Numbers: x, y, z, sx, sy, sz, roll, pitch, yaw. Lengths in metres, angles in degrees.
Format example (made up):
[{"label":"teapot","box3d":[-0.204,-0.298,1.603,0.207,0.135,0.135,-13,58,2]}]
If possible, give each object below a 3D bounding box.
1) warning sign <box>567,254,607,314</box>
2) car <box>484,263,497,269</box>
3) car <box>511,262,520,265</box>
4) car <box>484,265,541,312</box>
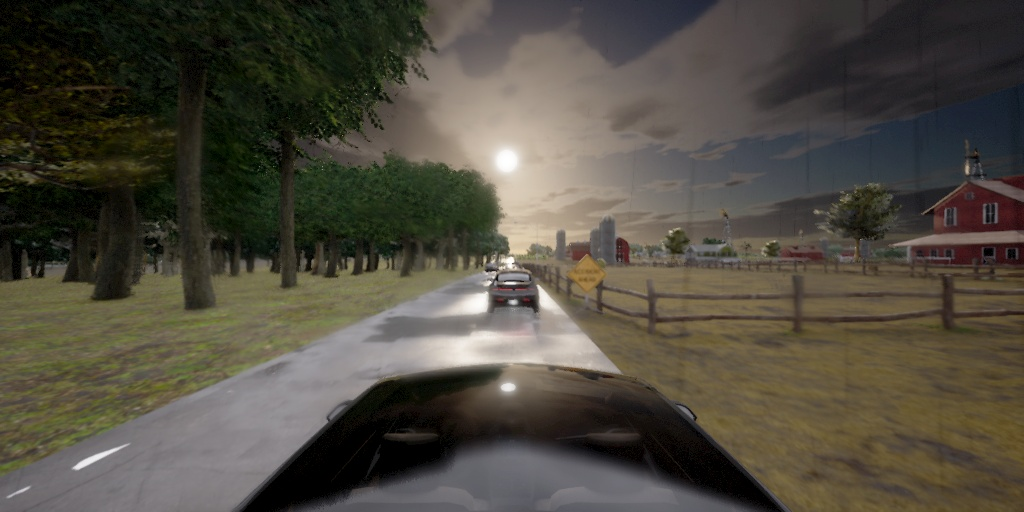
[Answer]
[{"label":"warning sign","box3d":[2.453,0.877,11.688,1.300,1.860,1.060,0,0,0]},{"label":"car","box3d":[-2.821,1.708,51.050,2.033,1.411,5.357,0,-1,0]},{"label":"car","box3d":[0.080,1.437,29.702,1.994,1.385,4.181,0,-1,0]},{"label":"car","box3d":[0.076,1.274,14.254,1.837,1.490,4.892,0,0,0]}]
